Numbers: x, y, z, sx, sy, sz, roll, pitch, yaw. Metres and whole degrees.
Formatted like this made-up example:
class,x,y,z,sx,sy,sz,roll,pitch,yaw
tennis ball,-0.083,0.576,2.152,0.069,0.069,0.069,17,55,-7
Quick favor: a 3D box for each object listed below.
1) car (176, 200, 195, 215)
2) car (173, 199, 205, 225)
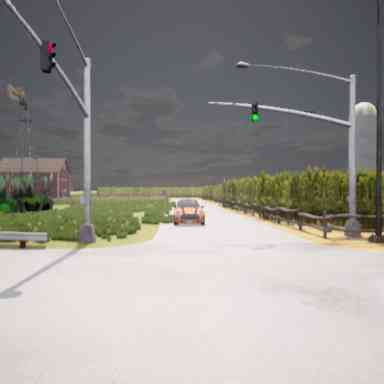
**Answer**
class,x,y,z,sx,sy,sz,roll,pitch,yaw
car,-0.790,1.564,35.210,1.895,1.301,4.718,0,0,-3
car,-0.241,1.339,23.720,2.097,1.767,4.553,0,0,-3
